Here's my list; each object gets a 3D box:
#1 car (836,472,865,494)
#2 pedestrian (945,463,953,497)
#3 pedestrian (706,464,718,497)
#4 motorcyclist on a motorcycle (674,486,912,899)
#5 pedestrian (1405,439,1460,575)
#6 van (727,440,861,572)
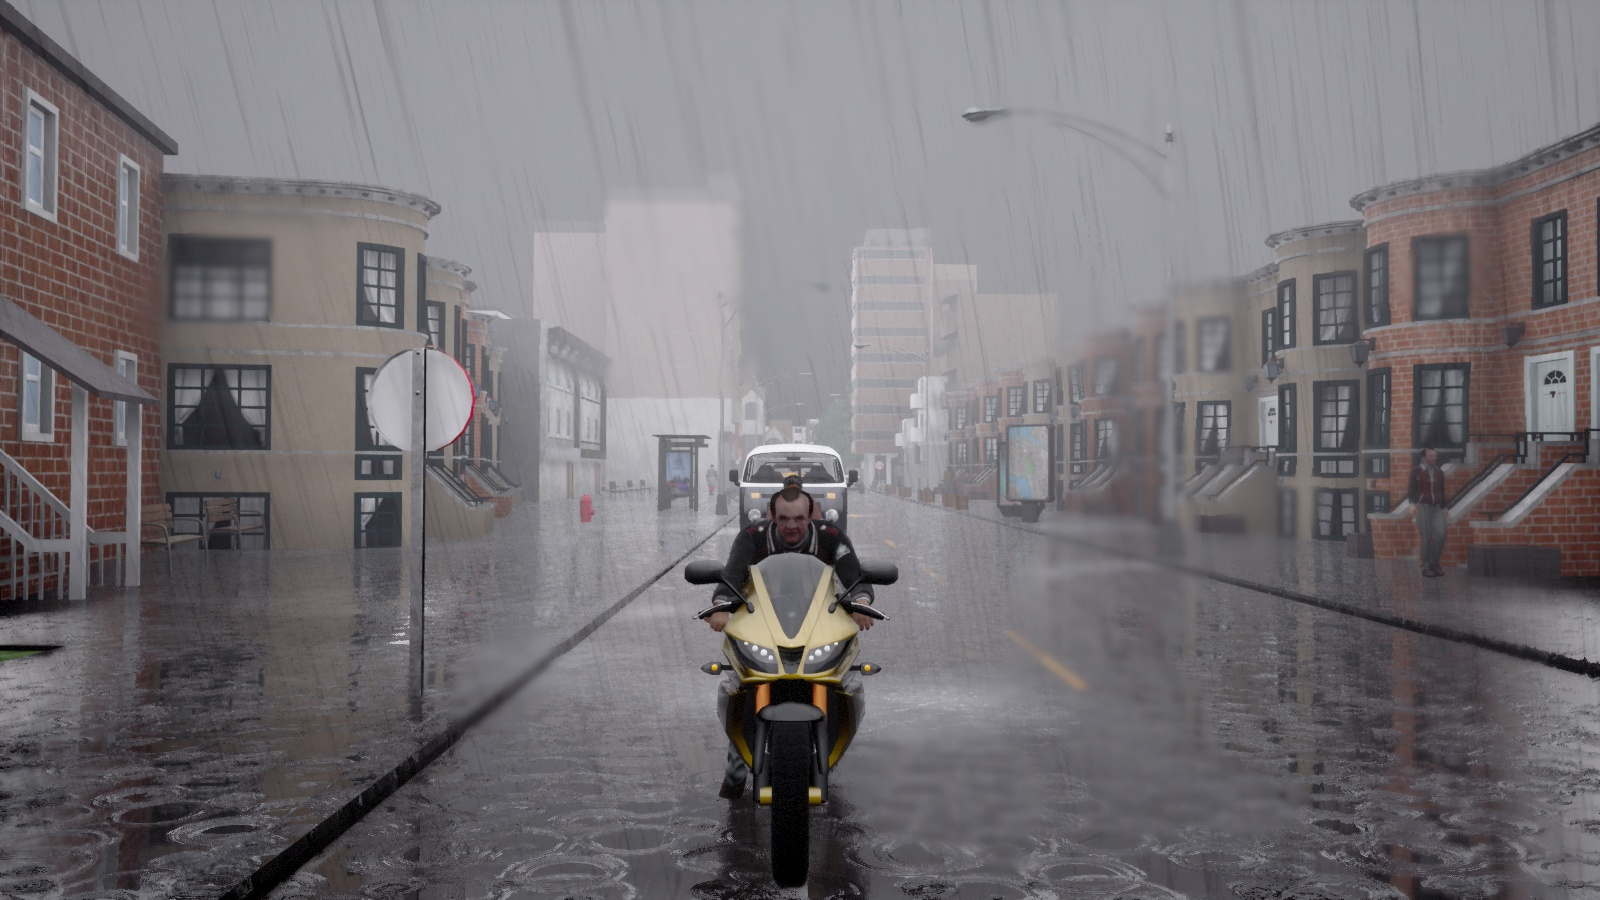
[{"bbox_3d":[3.563,2.310,88.609,1.812,1.442,4.674,0,-1,0],"label":"car"},{"bbox_3d":[8.125,1.638,68.450,0.431,1.840,0.709,0,-1,6],"label":"pedestrian"},{"bbox_3d":[-5.249,1.799,74.833,0.659,1.952,0.873,0,-1,-2],"label":"pedestrian"},{"bbox_3d":[-0.032,0.945,5.682,0.866,1.530,2.191,0,-1,0],"label":"motorcyclist on a motorcycle"},{"bbox_3d":[8.803,0.782,17.498,0.376,1.854,0.720,0,-1,0],"label":"pedestrian"},{"bbox_3d":[-0.106,0.902,21.712,2.069,2.038,4.480,0,-1,0],"label":"van"}]
